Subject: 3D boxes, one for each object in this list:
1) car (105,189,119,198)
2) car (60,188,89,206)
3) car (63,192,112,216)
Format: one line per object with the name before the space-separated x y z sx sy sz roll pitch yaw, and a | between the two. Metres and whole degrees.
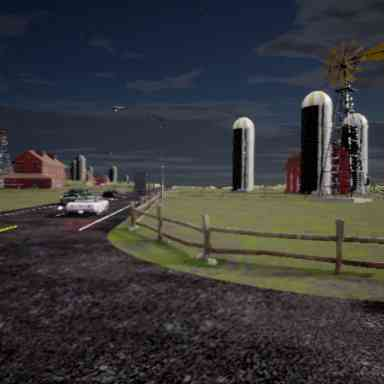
car | -12.256 0.211 50.341 1.994 1.385 4.181 1 1 -2
car | -11.471 0.407 33.131 2.097 1.767 4.553 1 1 -2
car | -7.330 0.930 23.860 1.895 1.301 4.718 1 1 -3
